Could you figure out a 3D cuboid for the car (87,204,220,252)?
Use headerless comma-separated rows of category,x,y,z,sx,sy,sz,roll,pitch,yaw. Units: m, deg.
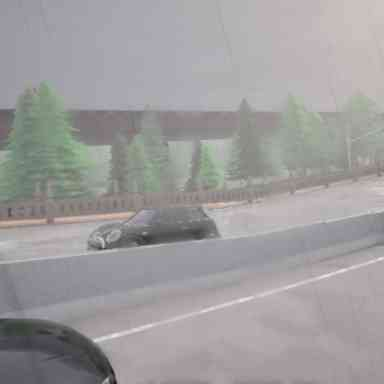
car,-1.263,1.283,11.667,4.553,1.767,2.097,-2,1,-35

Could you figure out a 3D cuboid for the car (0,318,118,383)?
car,-2.810,1.502,1.741,4.902,1.511,2.128,-1,0,-36
